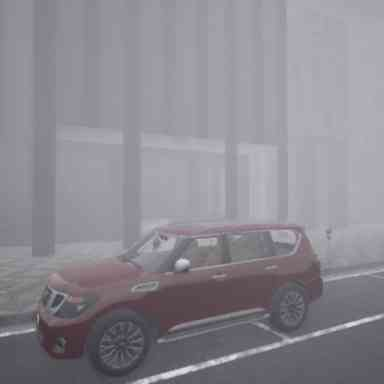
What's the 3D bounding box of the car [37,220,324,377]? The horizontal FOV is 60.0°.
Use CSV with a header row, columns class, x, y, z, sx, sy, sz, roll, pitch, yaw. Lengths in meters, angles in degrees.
class,x,y,z,sx,sy,sz,roll,pitch,yaw
car,0.073,1.465,5.845,5.009,1.841,2.192,1,-1,-28
